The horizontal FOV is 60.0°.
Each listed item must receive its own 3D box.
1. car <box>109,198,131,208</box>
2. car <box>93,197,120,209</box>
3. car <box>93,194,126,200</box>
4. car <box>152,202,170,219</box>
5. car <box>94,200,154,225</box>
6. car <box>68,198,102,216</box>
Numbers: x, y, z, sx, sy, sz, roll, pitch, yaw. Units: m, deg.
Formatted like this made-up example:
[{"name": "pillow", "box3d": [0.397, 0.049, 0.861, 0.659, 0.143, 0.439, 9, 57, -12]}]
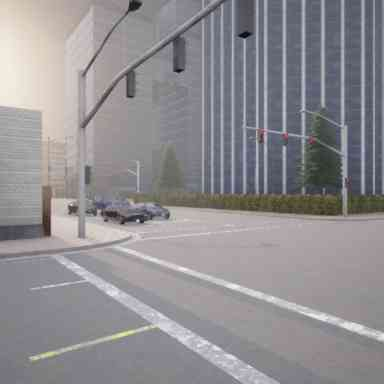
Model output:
[{"name": "car", "box3d": [-11.270, 1.619, 51.878, 1.994, 1.385, 4.181, 0, 0, -36]}, {"name": "car", "box3d": [-12.198, 1.547, 47.172, 2.128, 1.511, 4.902, 0, 0, -36]}, {"name": "car", "box3d": [-9.368, 1.277, 36.922, 2.150, 2.045, 5.566, 0, 0, -36]}, {"name": "car", "box3d": [-3.705, 1.581, 29.051, 1.812, 1.442, 4.674, 0, 0, -36]}, {"name": "car", "box3d": [-5.299, 1.603, 25.237, 2.033, 1.411, 5.357, 0, 0, -36]}, {"name": "car", "box3d": [-10.970, 1.560, 33.146, 1.837, 1.490, 4.892, 0, 0, -36]}]
